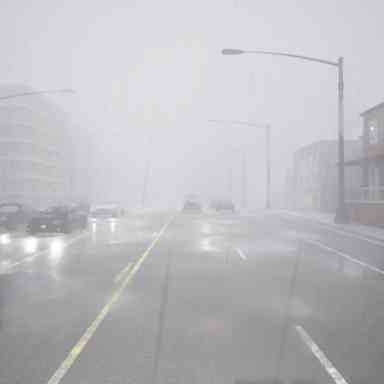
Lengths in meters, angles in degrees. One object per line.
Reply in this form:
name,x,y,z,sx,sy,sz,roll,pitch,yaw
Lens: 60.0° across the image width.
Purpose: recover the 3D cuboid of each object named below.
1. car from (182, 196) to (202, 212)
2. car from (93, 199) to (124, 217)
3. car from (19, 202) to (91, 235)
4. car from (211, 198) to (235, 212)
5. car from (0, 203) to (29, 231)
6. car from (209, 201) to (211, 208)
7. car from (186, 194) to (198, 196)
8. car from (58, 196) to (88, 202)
car,0.001,1.401,35.695,1.812,1.442,4.674,0,-1,0
car,-7.082,1.346,28.607,1.812,1.442,4.674,0,0,0
car,-7.099,1.448,17.876,1.994,1.385,4.181,0,1,0
car,3.513,1.452,36.625,1.994,1.385,4.181,0,-1,0
car,-10.599,1.390,19.605,1.812,1.442,4.674,0,1,0
car,3.527,1.666,48.502,2.128,1.511,4.902,0,-2,1
car,0.011,1.358,47.298,2.150,2.045,5.566,0,-2,1
car,-10.580,1.176,29.433,2.097,1.767,4.553,0,0,0
